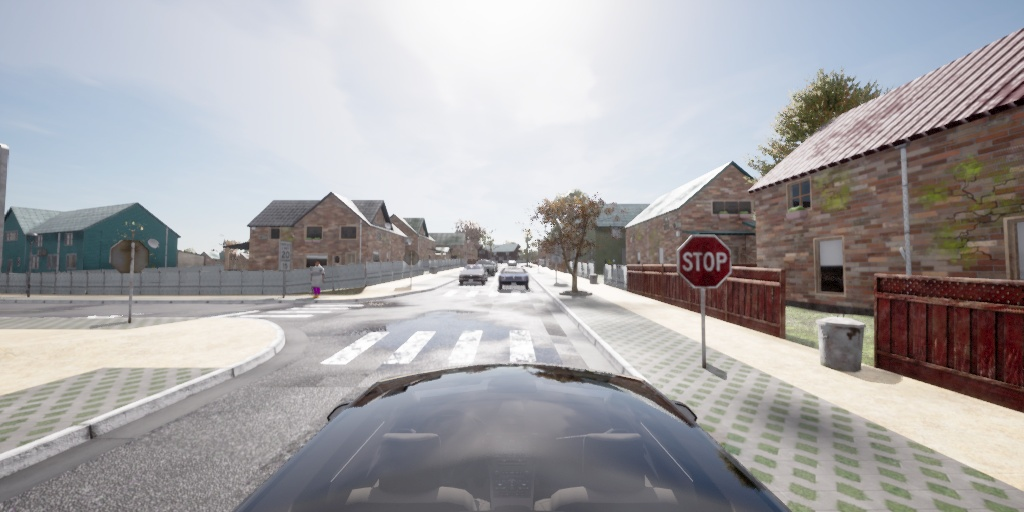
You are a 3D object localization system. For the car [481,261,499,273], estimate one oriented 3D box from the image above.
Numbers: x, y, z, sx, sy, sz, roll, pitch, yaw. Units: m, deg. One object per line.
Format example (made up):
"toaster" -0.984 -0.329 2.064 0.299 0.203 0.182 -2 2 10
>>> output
"car" -2.819 1.401 47.016 2.033 1.411 5.357 0 0 0

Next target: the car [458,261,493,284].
"car" -2.836 1.336 27.359 2.033 1.411 5.357 0 0 0

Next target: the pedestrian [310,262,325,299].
"pedestrian" -9.903 1.194 18.207 0.375 1.860 0.375 0 -2 5

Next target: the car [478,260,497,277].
"car" -2.826 1.167 36.954 2.097 1.767 4.553 0 0 0

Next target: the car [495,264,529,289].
"car" 0.105 1.379 23.564 1.895 1.301 4.718 0 0 0
